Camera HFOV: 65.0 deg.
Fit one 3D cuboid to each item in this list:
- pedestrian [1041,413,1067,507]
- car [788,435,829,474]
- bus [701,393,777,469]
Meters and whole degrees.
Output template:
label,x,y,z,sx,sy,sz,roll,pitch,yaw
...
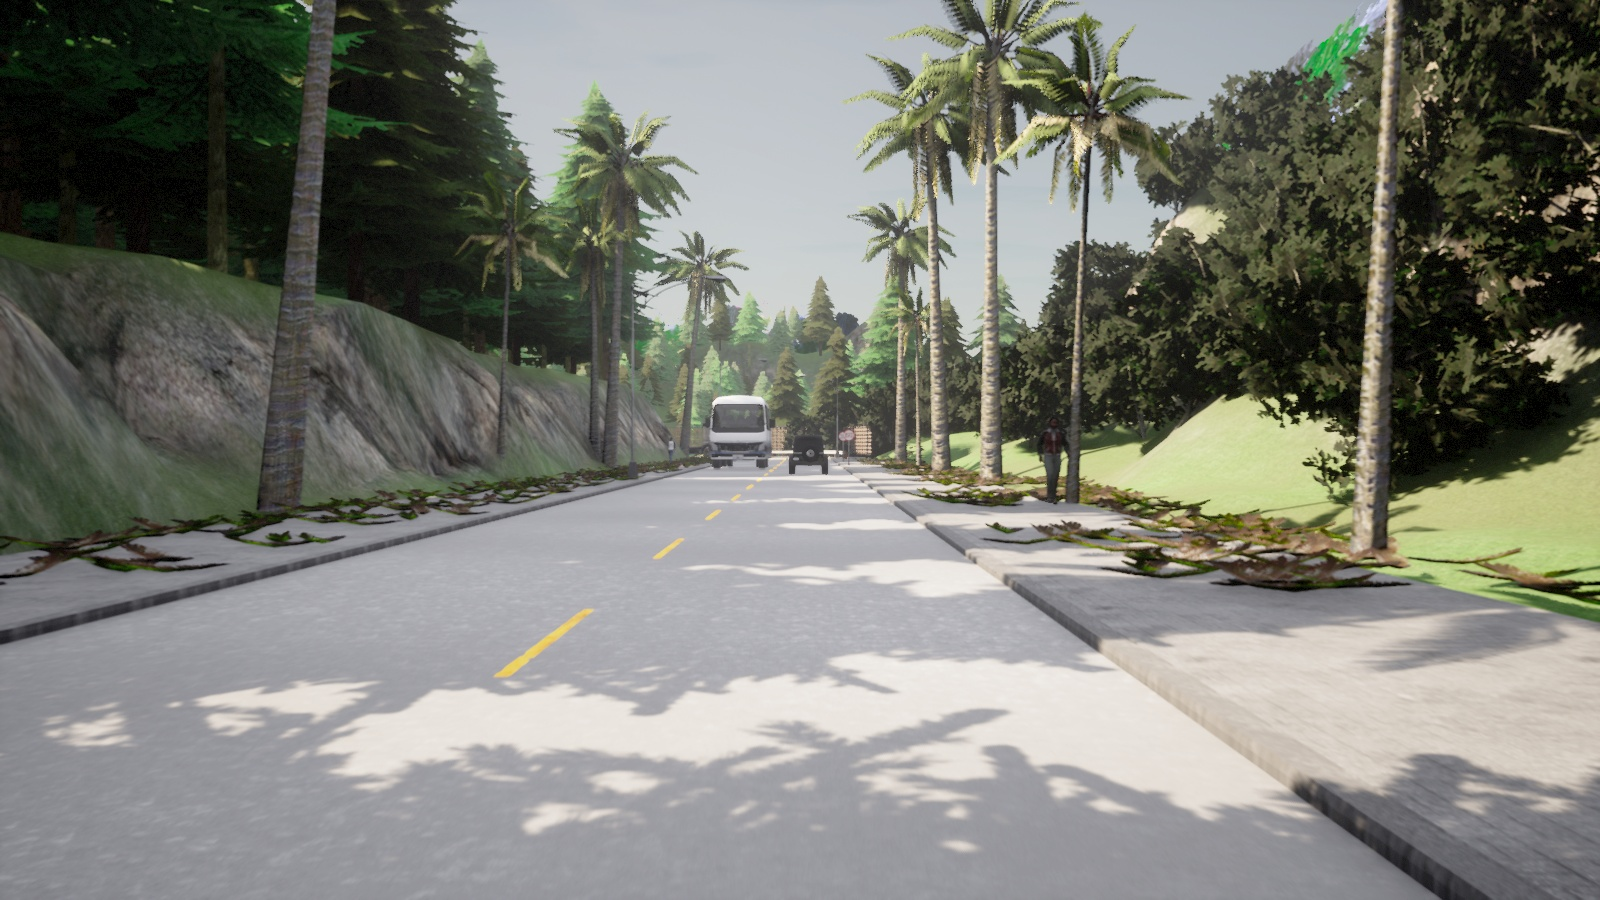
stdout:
label,x,y,z,sx,sy,sz,roll,pitch,yaw
pedestrian,5.272,0.211,26.113,0.402,1.930,0.666,0,0,1
car,0.413,0.197,61.259,1.905,1.878,3.866,0,0,0
bus,-3.484,-1.056,75.104,3.944,4.253,10.273,0,0,0
